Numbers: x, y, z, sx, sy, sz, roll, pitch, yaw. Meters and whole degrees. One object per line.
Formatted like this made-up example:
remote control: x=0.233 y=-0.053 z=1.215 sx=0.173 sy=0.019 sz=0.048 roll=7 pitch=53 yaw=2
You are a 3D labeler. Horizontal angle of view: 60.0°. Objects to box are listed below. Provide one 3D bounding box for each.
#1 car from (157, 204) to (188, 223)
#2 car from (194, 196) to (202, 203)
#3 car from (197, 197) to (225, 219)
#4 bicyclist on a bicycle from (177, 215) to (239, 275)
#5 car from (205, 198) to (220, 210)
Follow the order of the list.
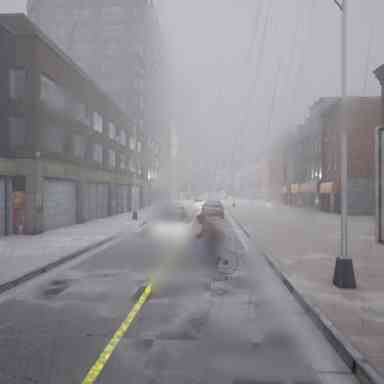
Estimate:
car: x=-1.384 y=1.560 z=24.980 sx=1.994 sy=1.385 sz=4.181 roll=0 pitch=0 yaw=4
car: x=1.423 y=1.592 z=68.603 sx=2.033 sy=1.411 sz=5.357 roll=0 pitch=0 yaw=4
car: x=1.802 y=1.487 z=28.848 sx=2.128 sy=1.511 sz=4.902 roll=0 pitch=0 yaw=4
bicyclist on a bicycle: x=0.419 y=1.433 z=8.917 sx=1.656 sy=1.620 sz=0.582 roll=0 pitch=0 yaw=4
car: x=2.711 y=1.528 z=43.465 sx=1.812 sy=1.442 sz=4.674 roll=0 pitch=0 yaw=3
